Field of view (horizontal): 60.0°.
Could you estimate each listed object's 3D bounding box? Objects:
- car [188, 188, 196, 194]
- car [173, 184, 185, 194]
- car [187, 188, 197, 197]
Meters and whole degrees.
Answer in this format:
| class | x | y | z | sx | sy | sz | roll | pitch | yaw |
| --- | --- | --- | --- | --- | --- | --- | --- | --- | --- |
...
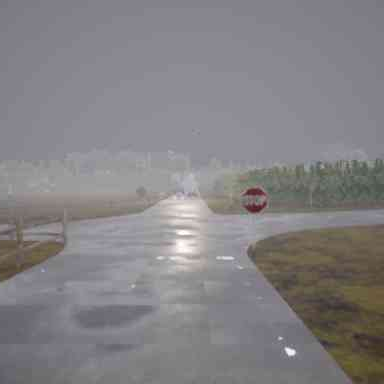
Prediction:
| class | x | y | z | sx | sy | sz | roll | pitch | yaw |
| --- | --- | --- | --- | --- | --- | --- | --- | --- | --- |
| car | 0.015 | -0.267 | 77.416 | 1.895 | 1.301 | 4.718 | 0 | 3 | 0 |
| car | -2.737 | -0.602 | 71.511 | 2.150 | 2.045 | 5.566 | 0 | 2 | 0 |
| car | 0.013 | 0.237 | 67.399 | 1.812 | 1.442 | 4.674 | 0 | 2 | 0 |
